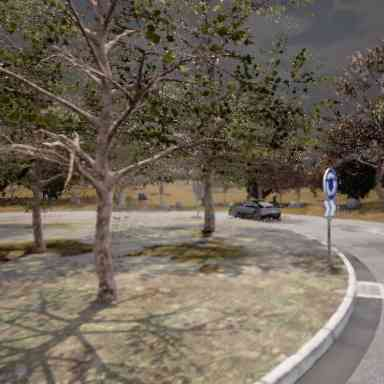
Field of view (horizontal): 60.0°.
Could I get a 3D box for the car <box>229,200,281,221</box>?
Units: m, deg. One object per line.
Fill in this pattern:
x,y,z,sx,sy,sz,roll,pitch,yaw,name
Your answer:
4.661,1.324,25.089,1.994,1.385,4.181,0,0,-33,car
